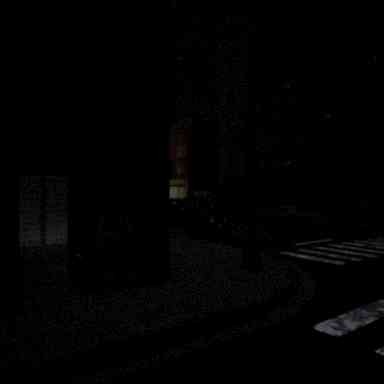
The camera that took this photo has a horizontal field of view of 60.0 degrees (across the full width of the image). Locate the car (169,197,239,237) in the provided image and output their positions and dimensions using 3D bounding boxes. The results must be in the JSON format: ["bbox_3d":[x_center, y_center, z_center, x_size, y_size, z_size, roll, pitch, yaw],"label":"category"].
[{"bbox_3d":[-0.122,1.280,18.024,2.192,1.841,5.009,0,0,-35],"label":"car"}]

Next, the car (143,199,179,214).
[{"bbox_3d":[-3.443,1.521,36.553,1.887,1.381,4.507,0,0,-35],"label":"car"}]

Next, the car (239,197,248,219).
[{"bbox_3d":[3.136,1.304,27.295,2.192,1.841,5.009,0,0,-35],"label":"car"}]

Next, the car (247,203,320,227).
[{"bbox_3d":[6.326,1.520,22.803,1.752,1.417,4.829,0,0,-35],"label":"car"}]
